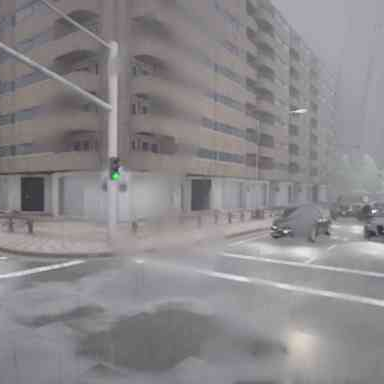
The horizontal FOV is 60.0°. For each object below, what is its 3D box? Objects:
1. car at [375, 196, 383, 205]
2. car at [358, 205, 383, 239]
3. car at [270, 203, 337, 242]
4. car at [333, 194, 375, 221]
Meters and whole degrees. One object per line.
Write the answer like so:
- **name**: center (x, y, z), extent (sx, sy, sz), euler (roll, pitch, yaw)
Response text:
- **car**: center (24.315, 1.299, 42.212), extent (2.097, 1.767, 4.553), euler (1, 0, 36)
- **car**: center (9.607, 1.531, 16.068), extent (1.994, 1.385, 4.181), euler (1, 0, 35)
- **car**: center (5.385, 1.442, 16.159), extent (1.837, 1.490, 4.892), euler (1, 0, 35)
- **car**: center (12.562, 1.163, 26.168), extent (2.150, 2.045, 5.566), euler (1, 0, 36)
